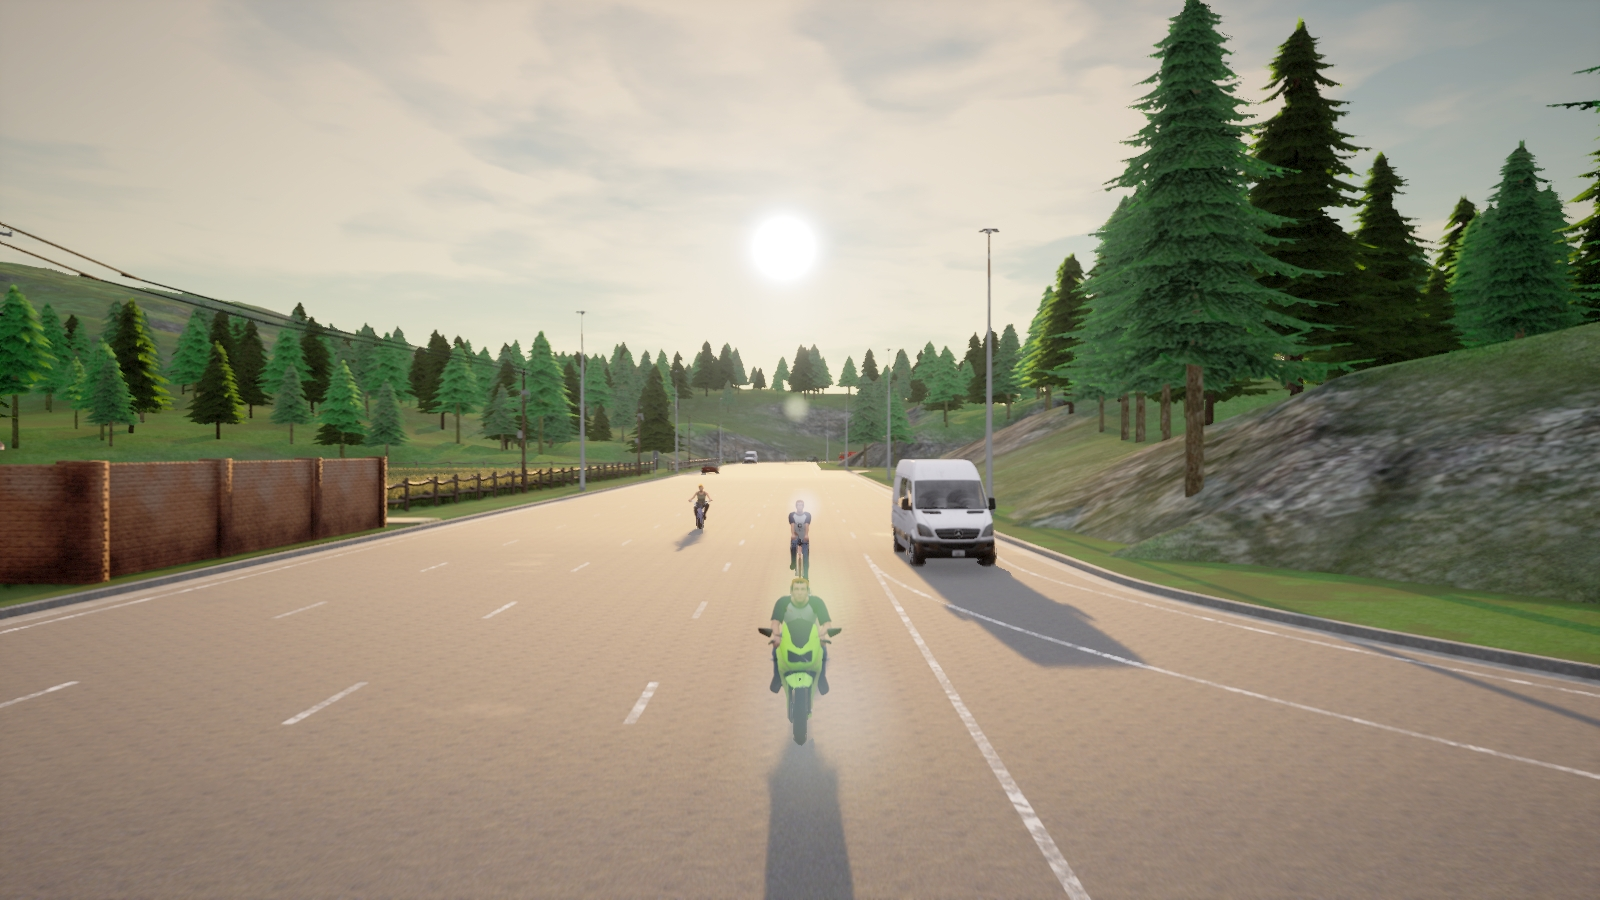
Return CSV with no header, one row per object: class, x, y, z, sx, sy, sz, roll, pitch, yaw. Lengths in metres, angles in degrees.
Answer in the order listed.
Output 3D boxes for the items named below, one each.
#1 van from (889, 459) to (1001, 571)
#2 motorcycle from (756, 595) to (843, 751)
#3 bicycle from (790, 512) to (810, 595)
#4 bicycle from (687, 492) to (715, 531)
van,3.606,1.534,29.554,1.988,2.561,5.915,0,0,-2
motorcycle,-0.001,2.186,11.563,0.803,1.199,2.033,0,0,0
bicycle,-0.002,2.056,22.979,0.373,1.496,1.643,0,1,0
bicycle,-3.504,2.157,40.375,0.859,1.277,1.487,0,0,0
